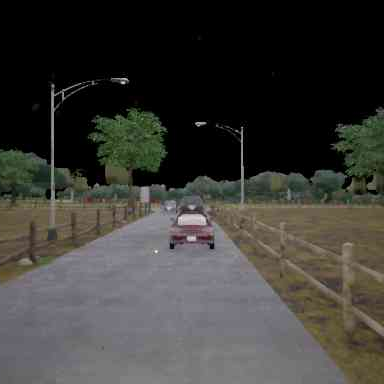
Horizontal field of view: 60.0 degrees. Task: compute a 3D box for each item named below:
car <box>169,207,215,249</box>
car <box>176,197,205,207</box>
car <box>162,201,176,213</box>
[{"bbox_3d":[0.000,1.582,14.661,1.812,1.442,4.674,0,0,0],"label":"car"},{"bbox_3d":[0.000,1.431,29.705,2.150,2.045,5.566,0,-1,0],"label":"car"},{"bbox_3d":[-2.750,1.852,42.675,2.128,1.511,4.902,0,-1,0],"label":"car"}]
